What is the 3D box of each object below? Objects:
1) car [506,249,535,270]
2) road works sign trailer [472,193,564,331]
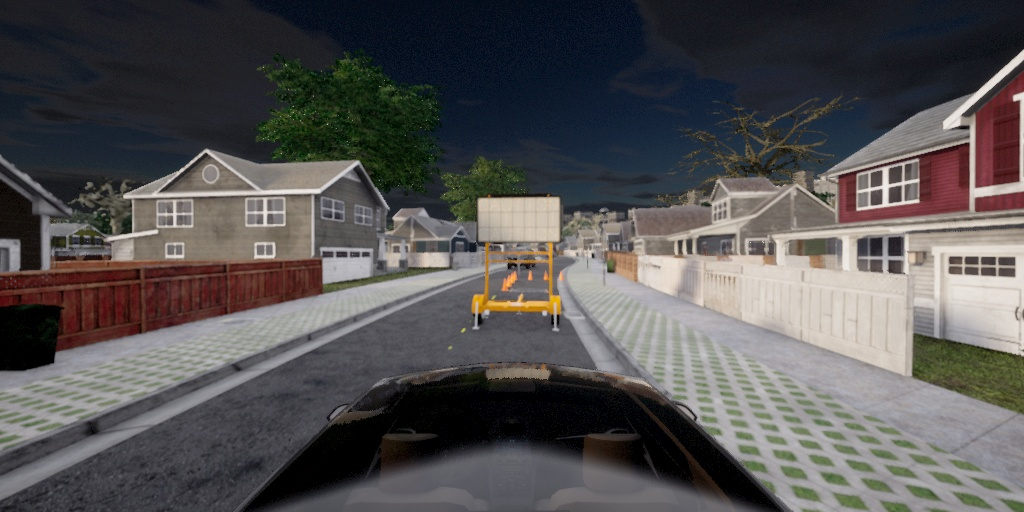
[{"bbox_3d":[0.983,0.272,36.279,2.150,2.045,5.566,0,1,12],"label":"car"},{"bbox_3d":[0.204,0.029,10.373,2.380,3.560,2.880,0,0,5],"label":"road works sign trailer"}]
